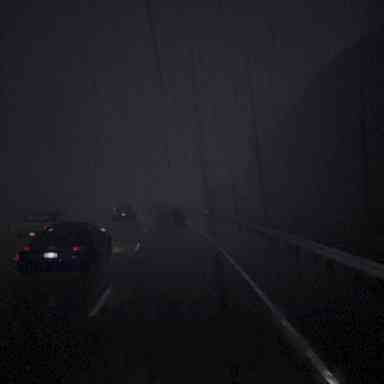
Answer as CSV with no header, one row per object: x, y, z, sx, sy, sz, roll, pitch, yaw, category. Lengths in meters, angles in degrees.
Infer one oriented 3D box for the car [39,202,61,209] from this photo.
-13.335,1.901,31.523,1.895,1.301,4.718,0,-1,-10,car

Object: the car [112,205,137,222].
-5.828,1.829,28.758,1.994,1.385,4.181,0,-1,-9,car

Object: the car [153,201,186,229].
-1.579,1.692,23.719,1.882,1.535,5.008,0,0,-7,car

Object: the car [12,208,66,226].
-7.964,1.776,18.268,1.895,1.301,4.718,0,-1,-6,car

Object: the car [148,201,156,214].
-4.429,1.854,41.502,1.882,1.535,5.008,0,-1,-10,car

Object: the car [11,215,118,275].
-3.864,1.667,10.816,1.994,1.385,4.181,0,-1,-3,car
